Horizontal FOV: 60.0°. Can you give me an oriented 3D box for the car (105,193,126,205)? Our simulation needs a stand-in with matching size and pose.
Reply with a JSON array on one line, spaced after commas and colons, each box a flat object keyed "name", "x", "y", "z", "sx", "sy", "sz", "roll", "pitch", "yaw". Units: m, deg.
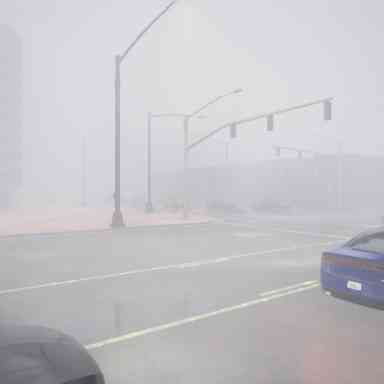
[{"name": "car", "x": -14.033, "y": 1.221, "z": 61.100, "sx": 2.150, "sy": 2.045, "sz": 5.566, "roll": 0, "pitch": 0, "yaw": -37}]

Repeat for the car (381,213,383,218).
[{"name": "car", "x": 15.058, "y": 1.525, "z": 23.245, "sx": 4.674, "sy": 1.442, "sz": 1.812, "roll": 0, "pitch": 0, "yaw": -35}]

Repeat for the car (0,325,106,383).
[{"name": "car", "x": -2.881, "y": 1.505, "z": 1.699, "sx": 4.892, "sy": 1.490, "sz": 1.837, "roll": 0, "pitch": 0, "yaw": -35}]

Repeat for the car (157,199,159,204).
[{"name": "car", "x": -4.456, "y": 1.526, "z": 53.945, "sx": 1.812, "sy": 1.442, "sz": 4.674, "roll": 0, "pitch": 0, "yaw": -35}]

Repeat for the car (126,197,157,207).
[{"name": "car", "x": -8.021, "y": 1.491, "z": 52.593, "sx": 2.128, "sy": 1.511, "sz": 4.902, "roll": 0, "pitch": 0, "yaw": -35}]

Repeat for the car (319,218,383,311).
[{"name": "car", "x": 4.851, "y": 1.478, "z": 7.208, "sx": 5.008, "sy": 1.535, "sz": 1.882, "roll": 0, "pitch": 0, "yaw": -35}]

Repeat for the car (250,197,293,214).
[{"name": "car", "x": 8.443, "y": 1.352, "z": 35.744, "sx": 2.097, "sy": 1.767, "sz": 4.553, "roll": 0, "pitch": 0, "yaw": -37}]

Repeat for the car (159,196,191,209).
[{"name": "car", "x": -2.035, "y": 1.352, "z": 44.192, "sx": 2.097, "sy": 1.767, "sz": 4.553, "roll": 0, "pitch": 0, "yaw": -35}]

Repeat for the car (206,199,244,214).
[{"name": "car", "x": 3.561, "y": 1.491, "z": 36.352, "sx": 2.128, "sy": 1.511, "sz": 4.902, "roll": 0, "pitch": 0, "yaw": -36}]
